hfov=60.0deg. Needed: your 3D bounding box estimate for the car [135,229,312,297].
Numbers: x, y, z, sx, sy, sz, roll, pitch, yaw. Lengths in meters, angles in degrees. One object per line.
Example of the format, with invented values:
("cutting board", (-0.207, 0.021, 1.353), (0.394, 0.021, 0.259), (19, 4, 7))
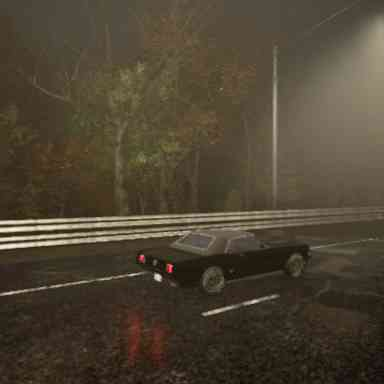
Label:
("car", (1.037, 1.647, 8.757), (4.718, 1.301, 1.895), (0, 0, -36))
